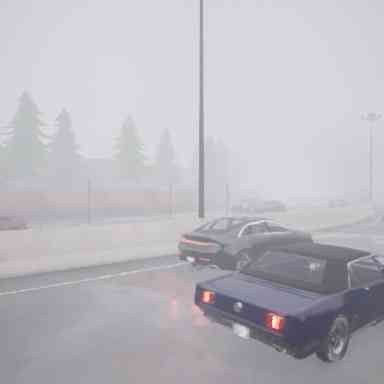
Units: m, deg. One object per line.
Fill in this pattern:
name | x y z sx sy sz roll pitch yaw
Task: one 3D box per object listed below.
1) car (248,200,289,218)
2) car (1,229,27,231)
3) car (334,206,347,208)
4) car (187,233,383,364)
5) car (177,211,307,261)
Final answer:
car | 7.200 1.505 30.993 1.837 1.490 4.892 1 0 38
car | -9.536 1.564 14.568 4.181 1.385 1.994 0 0 -38
car | 17.812 1.491 40.638 2.128 1.511 4.902 0 0 29
car | 2.399 1.601 5.897 4.718 1.301 1.895 0 0 -39
car | 1.796 1.492 10.012 4.902 1.511 2.128 0 0 -41
